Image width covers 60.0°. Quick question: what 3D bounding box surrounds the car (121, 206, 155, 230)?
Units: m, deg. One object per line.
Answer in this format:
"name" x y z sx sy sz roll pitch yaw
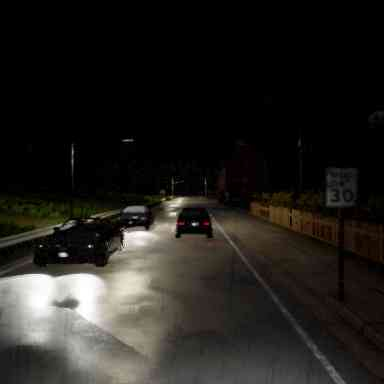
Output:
"car" -3.501 1.558 20.960 1.994 1.385 4.181 0 0 0

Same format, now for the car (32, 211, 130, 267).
"car" -3.584 1.559 11.236 1.994 1.385 4.181 0 0 0

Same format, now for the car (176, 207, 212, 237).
"car" 0.099 1.539 17.905 2.033 1.411 5.357 0 0 0
